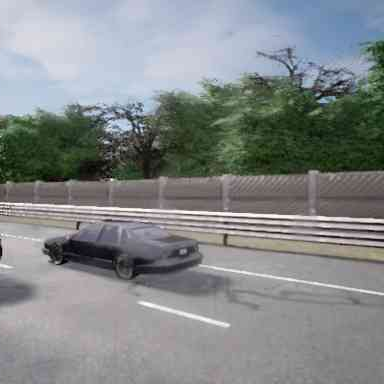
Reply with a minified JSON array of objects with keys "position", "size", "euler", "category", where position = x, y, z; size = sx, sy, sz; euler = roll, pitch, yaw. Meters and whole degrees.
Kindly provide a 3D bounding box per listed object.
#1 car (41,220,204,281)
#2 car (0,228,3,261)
[{"position":[-2.255,1.543,9.856],"size":[5.357,1.411,2.033],"euler":[0,0,36],"category":"car"},{"position":[-7.473,1.208,9.303],"size":[5.566,2.045,2.150],"euler":[0,0,36],"category":"car"}]
